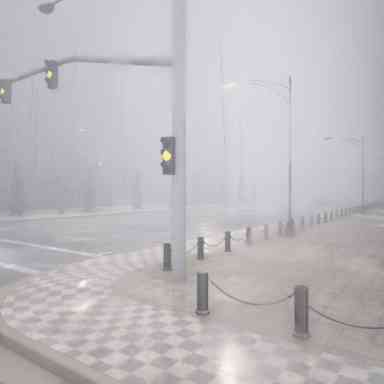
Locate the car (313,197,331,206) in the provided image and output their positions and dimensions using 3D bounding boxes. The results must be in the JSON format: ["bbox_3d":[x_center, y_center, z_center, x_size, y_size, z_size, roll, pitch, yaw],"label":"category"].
[{"bbox_3d":[21.400,1.505,54.572,1.994,1.385,4.181,0,0,35],"label":"car"}]
